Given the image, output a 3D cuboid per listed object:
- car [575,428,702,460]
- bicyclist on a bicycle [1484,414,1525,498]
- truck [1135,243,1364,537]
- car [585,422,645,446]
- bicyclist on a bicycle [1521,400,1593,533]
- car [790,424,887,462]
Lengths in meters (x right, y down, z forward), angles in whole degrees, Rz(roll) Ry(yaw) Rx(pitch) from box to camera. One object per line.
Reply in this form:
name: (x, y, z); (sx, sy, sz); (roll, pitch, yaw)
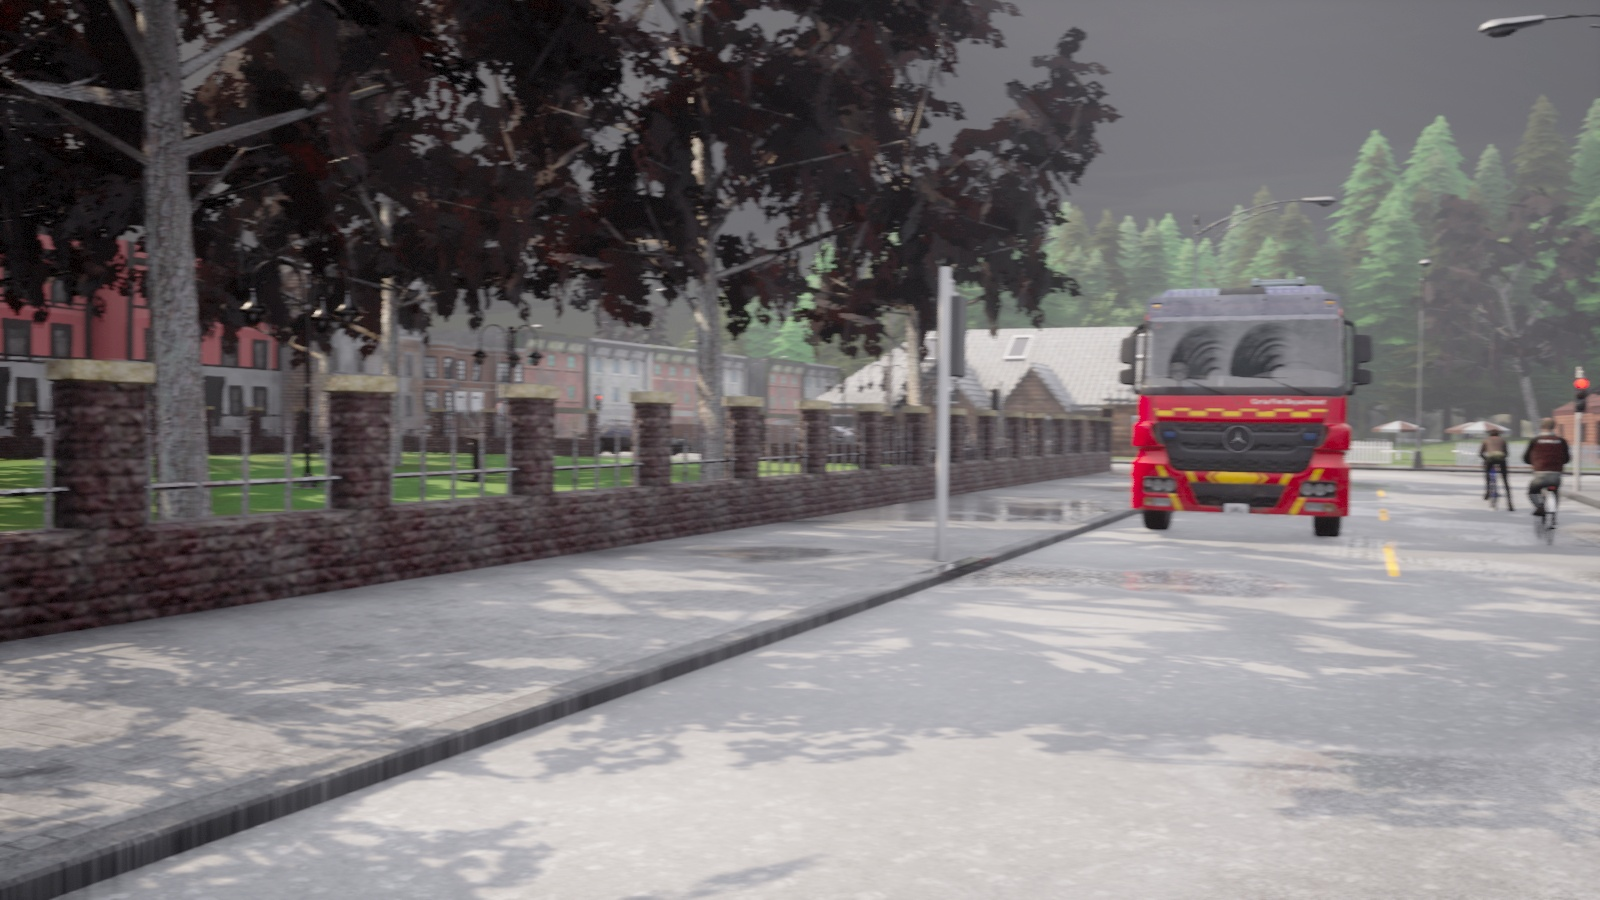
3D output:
car: (-7.289, -0.279, 56.605); (5.357, 1.411, 2.033); (0, 1, 23)
bicyclist on a bicycle: (13.983, 0.104, 24.957); (0.582, 1.620, 1.656); (0, 1, 25)
truck: (7.548, -0.871, 20.808); (2.891, 3.827, 8.468); (0, 1, 22)
car: (-13.591, -1.179, 92.457); (2.242, 1.667, 4.611); (0, 1, 25)
bicyclist on a bicycle: (10.656, 0.202, 17.728); (0.659, 1.776, 1.843); (0, 2, 25)
car: (1.617, -0.304, 52.512); (3.633, 1.501, 1.845); (0, 1, 23)
